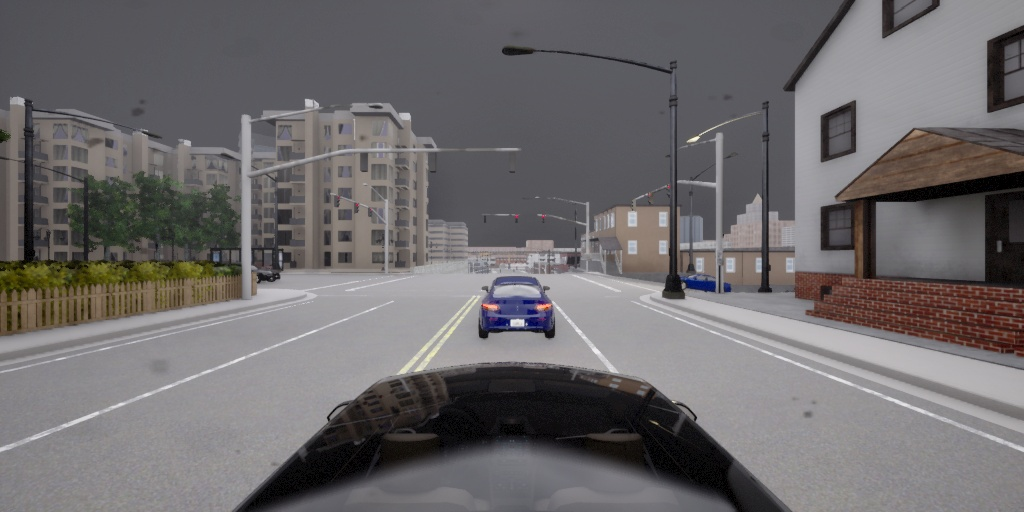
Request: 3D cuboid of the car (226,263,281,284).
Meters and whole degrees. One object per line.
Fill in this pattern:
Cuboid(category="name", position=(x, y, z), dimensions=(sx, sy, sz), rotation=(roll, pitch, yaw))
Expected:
Cuboid(category="car", position=(-19.814, 1.255, 26.510), dimensions=(4.892, 1.490, 1.837), rotation=(0, 0, 1))

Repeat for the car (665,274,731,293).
Cuboid(category="car", position=(15.379, 2.209, 29.696), dimensions=(5.008, 1.535, 1.882), rotation=(9, 0, 1))

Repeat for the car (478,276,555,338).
Cuboid(category="car", position=(0.110, 1.276, 10.013), dimensions=(1.812, 1.442, 4.674), rotation=(0, 0, 0))
